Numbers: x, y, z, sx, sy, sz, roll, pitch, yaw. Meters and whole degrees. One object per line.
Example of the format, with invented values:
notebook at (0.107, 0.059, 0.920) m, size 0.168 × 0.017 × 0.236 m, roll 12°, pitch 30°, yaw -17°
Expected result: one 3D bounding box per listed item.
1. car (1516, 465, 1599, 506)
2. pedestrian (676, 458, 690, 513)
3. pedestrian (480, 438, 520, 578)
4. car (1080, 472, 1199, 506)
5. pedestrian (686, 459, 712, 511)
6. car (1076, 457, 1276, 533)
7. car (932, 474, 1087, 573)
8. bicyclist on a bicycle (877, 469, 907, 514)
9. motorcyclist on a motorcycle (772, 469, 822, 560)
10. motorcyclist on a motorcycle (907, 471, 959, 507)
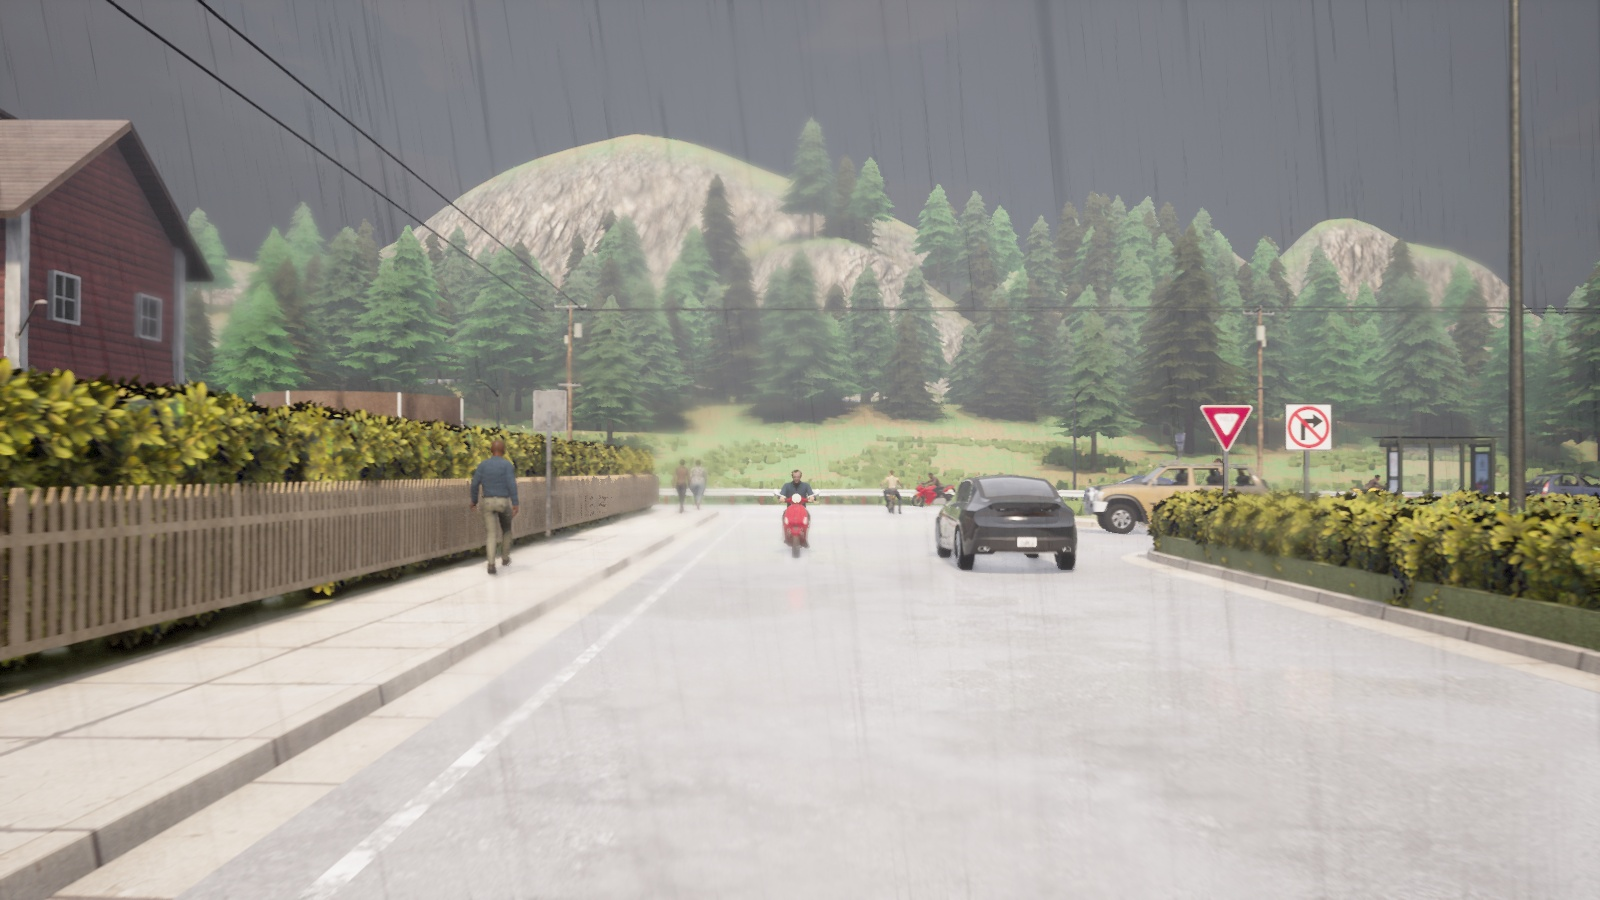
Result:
car at (31.692, 1.442, 51.124) m, size 3.988 × 1.617 × 1.851 m, roll 0°, pitch -1°, yaw 0°
pedestrian at (-3.876, 1.181, 41.545) m, size 0.328 × 1.805 × 0.869 m, roll 0°, pitch -1°, yaw 3°
pedestrian at (-4.008, 0.768, 16.818) m, size 0.370 × 1.835 × 0.726 m, roll 0°, pitch -1°, yaw -1°
car at (14.725, 1.697, 54.669) m, size 4.674 × 1.442 × 1.812 m, roll 0°, pitch -1°, yaw 0°
pedestrian at (-3.655, 1.244, 45.390) m, size 0.874 × 1.855 × 0.900 m, roll 0°, pitch -1°, yaw -2°
car at (9.494, 1.130, 32.066) m, size 4.605 × 1.855 × 1.932 m, roll 0°, pitch -1°, yaw 6°
car at (3.449, 1.167, 21.607) m, size 1.837 × 1.490 × 4.892 m, roll 0°, pitch -1°, yaw 0°
bicyclist on a bicycle at (3.344, 1.503, 45.725) m, size 0.866 × 1.612 × 1.509 m, roll 0°, pitch -1°, yaw -3°
motorcyclist on a motorcycle at (-0.055, 1.153, 22.997) m, size 0.866 × 1.590 × 1.817 m, roll 0°, pitch -1°, yaw 0°
motorcyclist on a motorcycle at (5.728, 1.679, 54.147) m, size 2.044 × 1.523 × 0.797 m, roll -1°, pitch 0°, yaw -14°
